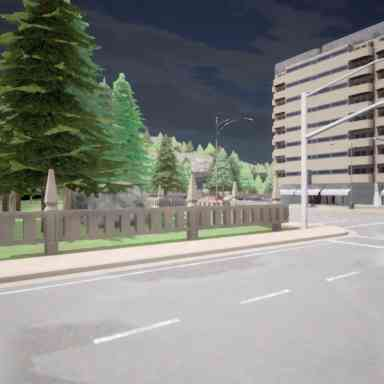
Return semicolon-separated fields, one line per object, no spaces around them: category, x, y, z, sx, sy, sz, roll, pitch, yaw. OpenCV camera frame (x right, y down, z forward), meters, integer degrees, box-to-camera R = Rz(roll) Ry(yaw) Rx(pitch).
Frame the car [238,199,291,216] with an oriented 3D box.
car;7.108;1.492;33.372;2.033;1.411;5.357;0;0;-33

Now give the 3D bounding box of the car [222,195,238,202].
car;8.594;1.468;75.205;1.812;1.442;4.674;0;0;32

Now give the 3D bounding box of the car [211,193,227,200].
car;4.812;1.165;65.253;2.150;2.045;5.566;0;0;14

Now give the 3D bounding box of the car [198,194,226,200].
car;2.252;1.422;43.275;1.882;1.535;5.008;0;0;-18

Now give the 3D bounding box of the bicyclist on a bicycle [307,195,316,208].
bicyclist on a bicycle;15.325;1.245;42.481;1.656;1.620;0.582;0;0;-29

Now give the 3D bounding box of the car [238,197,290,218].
car;6.197;1.436;28.563;2.128;1.511;4.902;0;0;-33

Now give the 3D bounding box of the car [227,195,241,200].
car;9.249;1.491;67.935;2.033;1.411;5.357;0;0;20

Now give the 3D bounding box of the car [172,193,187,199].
car;-2.417;1.170;66.308;2.150;2.045;5.566;0;0;13
